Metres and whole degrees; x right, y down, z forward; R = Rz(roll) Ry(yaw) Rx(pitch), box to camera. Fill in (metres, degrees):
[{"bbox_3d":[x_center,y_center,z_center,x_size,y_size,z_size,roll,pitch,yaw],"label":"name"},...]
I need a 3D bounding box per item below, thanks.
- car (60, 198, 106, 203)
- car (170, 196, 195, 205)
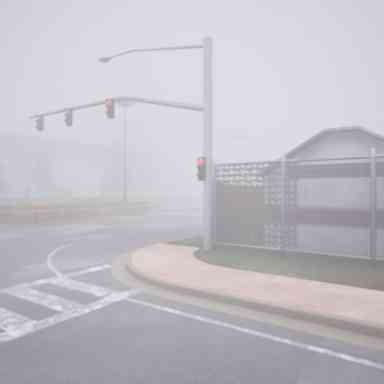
[{"bbox_3d":[-12.406,1.482,39.145,1.882,1.535,5.008,0,0,34],"label":"car"},{"bbox_3d":[-1.689,1.553,61.380,2.033,1.411,5.357,0,0,34],"label":"car"}]
